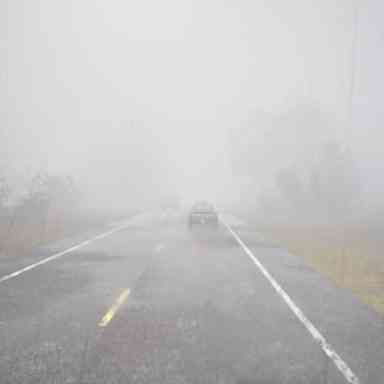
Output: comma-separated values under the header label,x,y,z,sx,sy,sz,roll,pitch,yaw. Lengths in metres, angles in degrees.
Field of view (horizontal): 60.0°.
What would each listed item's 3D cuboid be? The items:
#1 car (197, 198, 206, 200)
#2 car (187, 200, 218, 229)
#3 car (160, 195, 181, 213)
label,x,y,z,sx,sy,sz,roll,pitch,yaw
car,1.402,1.702,49.836,2.128,1.511,4.902,0,0,1
car,0.723,1.553,22.094,2.128,1.511,4.902,0,0,1
car,-2.504,1.384,40.322,2.150,2.045,5.566,0,0,2
